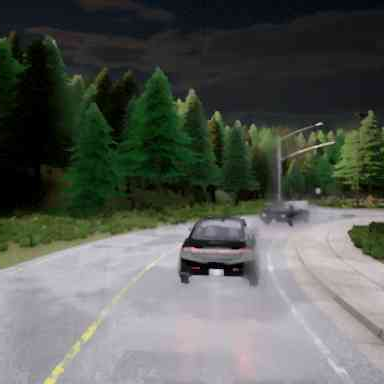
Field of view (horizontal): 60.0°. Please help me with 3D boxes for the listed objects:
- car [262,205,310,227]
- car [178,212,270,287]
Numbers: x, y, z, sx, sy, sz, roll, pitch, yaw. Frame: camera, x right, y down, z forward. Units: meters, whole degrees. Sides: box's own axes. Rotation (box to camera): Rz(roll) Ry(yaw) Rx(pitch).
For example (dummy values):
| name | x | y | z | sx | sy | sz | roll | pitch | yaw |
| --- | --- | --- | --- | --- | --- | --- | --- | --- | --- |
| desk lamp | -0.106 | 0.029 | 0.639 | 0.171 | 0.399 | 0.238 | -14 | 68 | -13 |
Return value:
| name | x | y | z | sx | sy | sz | roll | pitch | yaw |
| --- | --- | --- | --- | --- | --- | --- | --- | --- | --- |
| car | 6.306 | 1.484 | 22.171 | 1.895 | 1.301 | 4.718 | 0 | 0 | 36 |
| car | 0.843 | 1.438 | 9.223 | 2.128 | 1.511 | 4.902 | 0 | 0 | 8 |
